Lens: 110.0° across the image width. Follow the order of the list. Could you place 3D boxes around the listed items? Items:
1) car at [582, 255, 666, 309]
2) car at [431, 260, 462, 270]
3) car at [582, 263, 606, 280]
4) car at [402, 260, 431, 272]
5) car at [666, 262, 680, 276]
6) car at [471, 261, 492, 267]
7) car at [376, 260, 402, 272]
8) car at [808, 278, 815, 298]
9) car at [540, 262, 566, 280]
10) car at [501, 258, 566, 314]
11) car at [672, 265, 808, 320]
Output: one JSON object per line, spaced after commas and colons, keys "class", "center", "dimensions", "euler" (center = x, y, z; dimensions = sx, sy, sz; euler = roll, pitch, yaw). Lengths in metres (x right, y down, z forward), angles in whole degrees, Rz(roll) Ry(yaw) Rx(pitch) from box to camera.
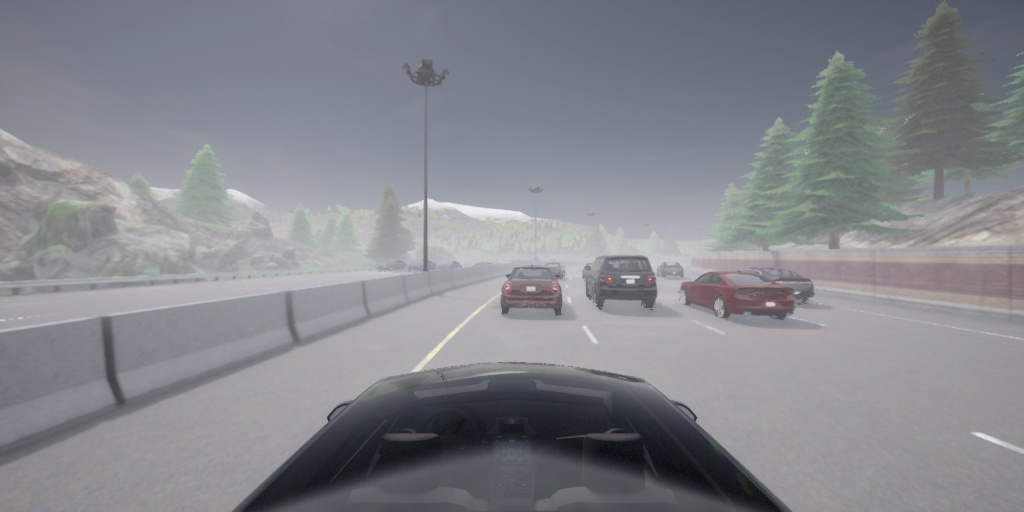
{"class": "car", "center": [4.415, 0.984, 15.227], "dimensions": [2.150, 2.045, 5.566], "euler": [0, 0, 6]}
{"class": "car", "center": [-7.754, 1.253, 44.407], "dimensions": [1.812, 1.442, 4.674], "euler": [0, 0, 16]}
{"class": "car", "center": [7.465, 1.335, 32.818], "dimensions": [1.994, 1.385, 4.181], "euler": [0, 0, 13]}
{"class": "car", "center": [-11.218, 1.195, 44.974], "dimensions": [1.882, 1.535, 5.008], "euler": [0, 0, 16]}
{"class": "car", "center": [14.991, 1.284, 34.123], "dimensions": [2.128, 1.511, 4.902], "euler": [0, 0, 15]}
{"class": "car", "center": [-3.730, 1.302, 45.637], "dimensions": [1.994, 1.385, 4.181], "euler": [0, 0, 18]}
{"class": "car", "center": [-14.897, 1.210, 44.857], "dimensions": [1.837, 1.490, 4.892], "euler": [0, 0, 16]}
{"class": "car", "center": [11.658, 1.275, 16.725], "dimensions": [2.128, 1.511, 4.902], "euler": [0, 0, 7]}
{"class": "car", "center": [3.731, 1.286, 32.262], "dimensions": [1.812, 1.442, 4.674], "euler": [0, 0, 13]}
{"class": "car", "center": [0.812, 1.104, 13.934], "dimensions": [2.097, 1.767, 4.553], "euler": [0, 0, 5]}
{"class": "car", "center": [7.728, 1.250, 12.888], "dimensions": [1.882, 1.535, 5.008], "euler": [0, 0, 5]}
